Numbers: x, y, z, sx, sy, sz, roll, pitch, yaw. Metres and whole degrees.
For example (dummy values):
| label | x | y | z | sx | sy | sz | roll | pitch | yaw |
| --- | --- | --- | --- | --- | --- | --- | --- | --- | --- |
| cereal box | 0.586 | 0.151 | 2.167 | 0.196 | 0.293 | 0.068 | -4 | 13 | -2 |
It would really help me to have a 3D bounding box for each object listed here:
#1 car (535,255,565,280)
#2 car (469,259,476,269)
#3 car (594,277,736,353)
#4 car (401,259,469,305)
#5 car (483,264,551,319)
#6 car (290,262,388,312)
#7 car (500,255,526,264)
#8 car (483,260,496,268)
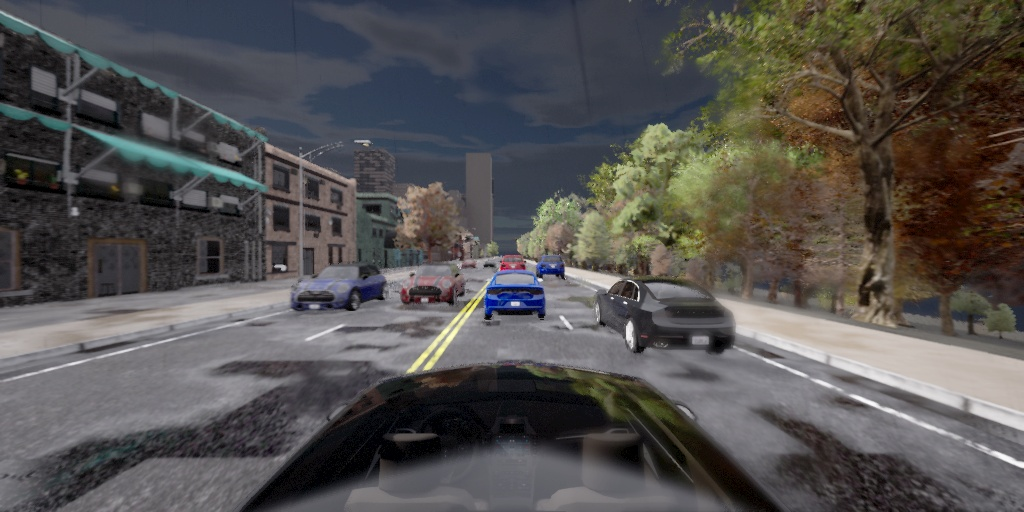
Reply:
| label | x | y | z | sx | sy | sz | roll | pitch | yaw |
| --- | --- | --- | --- | --- | --- | --- | --- | --- | --- |
| car | 3.339 | 0.967 | 31.856 | 2.150 | 2.045 | 5.566 | 0 | 0 | 0 |
| car | -6.738 | 1.220 | 56.771 | 1.882 | 1.535 | 5.008 | 0 | 0 | 0 |
| car | 3.347 | 1.254 | 8.785 | 1.837 | 1.490 | 4.892 | 0 | 0 | 0 |
| car | -3.355 | 1.100 | 16.020 | 2.097 | 1.767 | 4.553 | 0 | 0 | 0 |
| car | 0.095 | 1.226 | 12.800 | 1.882 | 1.535 | 5.008 | 0 | 0 | 0 |
| car | -6.606 | 1.100 | 14.230 | 2.097 | 1.767 | 4.553 | 0 | 0 | 0 |
| car | 0.089 | 0.967 | 31.795 | 2.150 | 2.045 | 5.566 | 0 | 0 | 0 |
| car | -3.491 | 1.343 | 56.415 | 1.895 | 1.301 | 4.718 | 0 | 0 | 0 |
